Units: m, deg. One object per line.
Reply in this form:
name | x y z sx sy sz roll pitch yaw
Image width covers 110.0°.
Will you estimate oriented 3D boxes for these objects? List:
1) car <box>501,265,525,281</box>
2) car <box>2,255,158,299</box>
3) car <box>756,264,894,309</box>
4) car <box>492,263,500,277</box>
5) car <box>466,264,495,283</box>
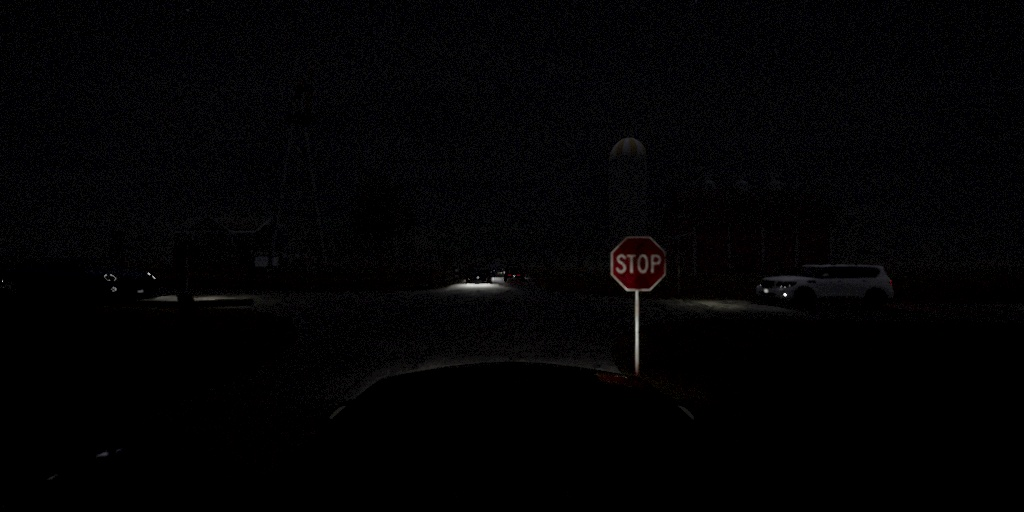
car | 0.193 1.573 34.502 1.837 1.490 4.892 0 -1 0
car | -17.382 0.802 14.633 4.553 1.767 2.097 1 -1 0
car | 15.237 1.404 17.589 5.566 2.045 2.150 1 -1 0
car | -2.733 1.766 42.462 1.895 1.301 4.718 0 -1 0
car | -2.777 1.593 30.986 1.994 1.385 4.181 0 -1 0
